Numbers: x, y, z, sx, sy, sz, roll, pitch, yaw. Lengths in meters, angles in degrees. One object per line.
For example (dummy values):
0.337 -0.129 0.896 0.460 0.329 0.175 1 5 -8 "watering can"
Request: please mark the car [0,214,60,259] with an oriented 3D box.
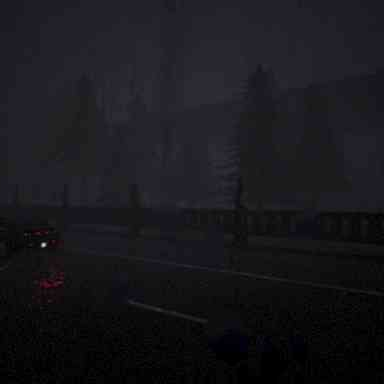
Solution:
-7.306 1.654 13.405 4.892 1.490 1.837 0 0 36 "car"
